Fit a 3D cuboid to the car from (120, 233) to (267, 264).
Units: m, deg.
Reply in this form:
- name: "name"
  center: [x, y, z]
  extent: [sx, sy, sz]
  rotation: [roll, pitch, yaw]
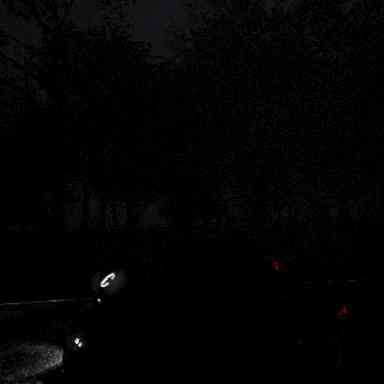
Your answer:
- name: "car"
  center: [-0.107, 1.963, 8.434]
  extent: [4.553, 1.767, 2.097]
  rotation: [-2, -4, -7]

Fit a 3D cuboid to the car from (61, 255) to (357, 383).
- name: "car"
  center: [0.231, 1.938, 5.193]
  extent: [4.181, 1.385, 1.994]
  rotation: [-2, -4, -7]
